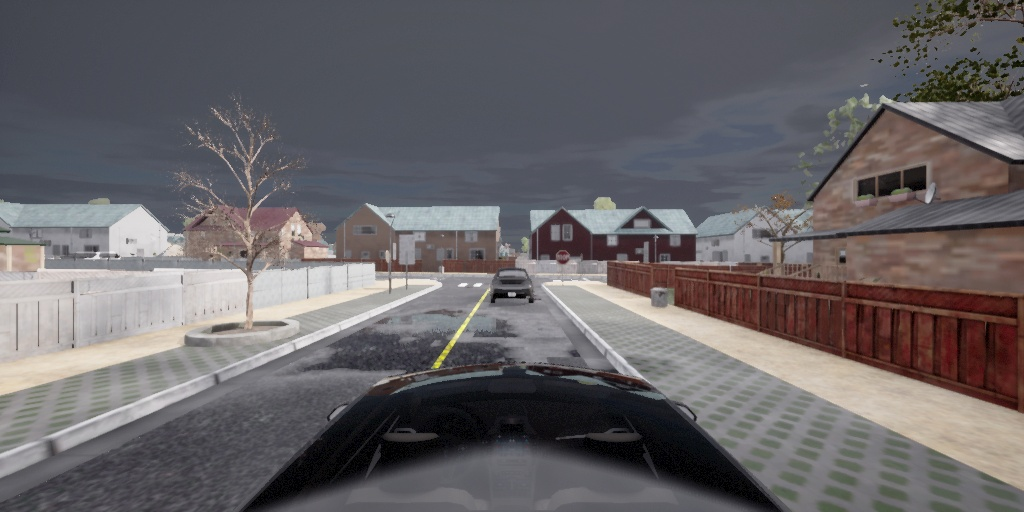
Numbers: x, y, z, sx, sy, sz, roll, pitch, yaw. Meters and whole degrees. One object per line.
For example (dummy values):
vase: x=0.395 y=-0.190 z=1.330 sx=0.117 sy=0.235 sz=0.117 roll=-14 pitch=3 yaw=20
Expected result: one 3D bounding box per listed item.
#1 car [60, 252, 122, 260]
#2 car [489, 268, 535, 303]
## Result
car: x=-39.141 y=0.616 z=32.899 sx=5.566 sy=2.045 sz=2.150 roll=1 pitch=0 yaw=1
car: x=0.000 y=1.266 z=16.500 sx=1.837 sy=1.490 sz=4.892 roll=0 pitch=0 yaw=0
